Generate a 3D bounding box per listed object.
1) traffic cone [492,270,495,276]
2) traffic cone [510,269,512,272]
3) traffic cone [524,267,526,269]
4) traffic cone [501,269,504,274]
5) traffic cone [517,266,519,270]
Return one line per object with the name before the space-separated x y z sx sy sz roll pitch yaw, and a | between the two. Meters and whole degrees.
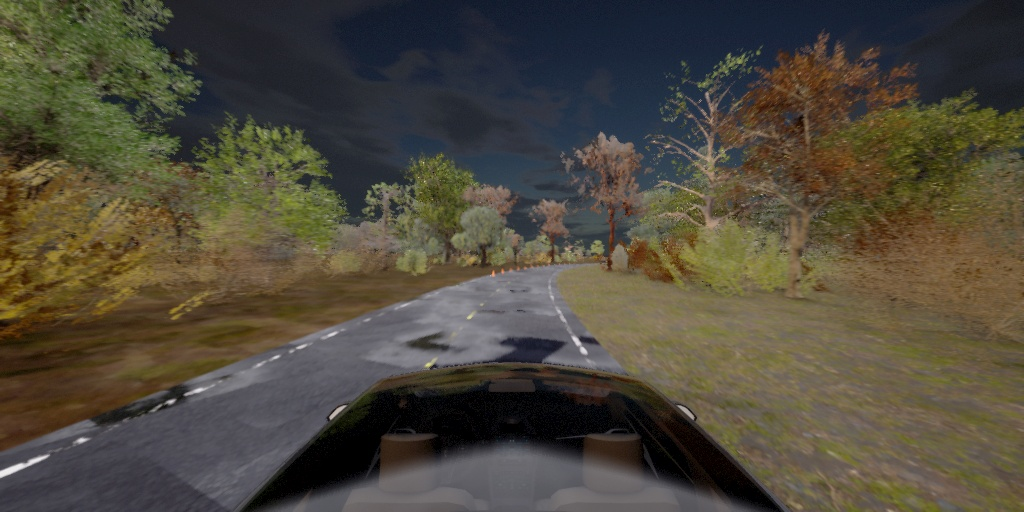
traffic cone | -1.842 1.689 35.640 0.340 0.580 0.340 0 0 8
traffic cone | -0.140 1.710 45.617 0.340 0.580 0.340 0 0 11
traffic cone | 2.012 1.736 55.507 0.340 0.580 0.340 0 0 14
traffic cone | -1.047 1.699 40.638 0.340 0.580 0.340 0 0 10
traffic cone | 0.880 1.723 50.574 0.340 0.580 0.340 0 0 12
